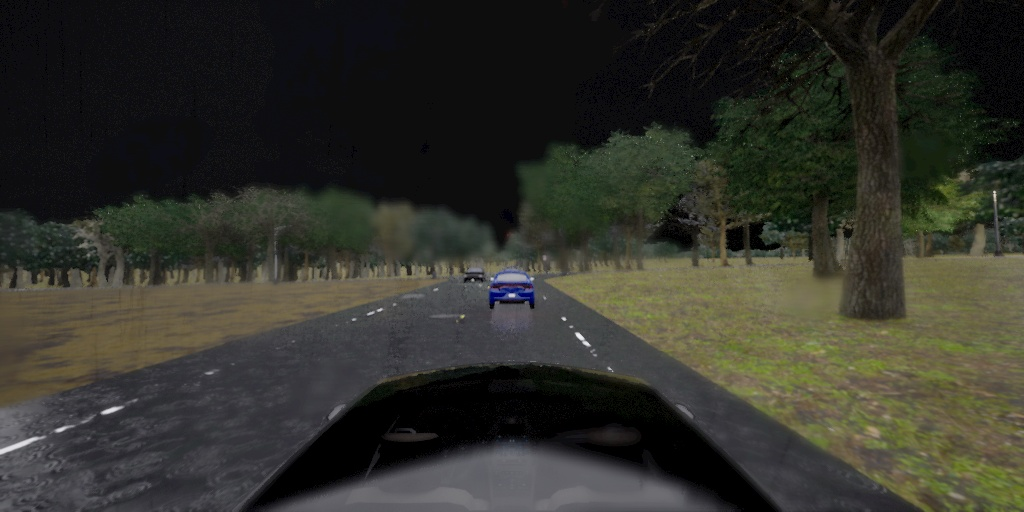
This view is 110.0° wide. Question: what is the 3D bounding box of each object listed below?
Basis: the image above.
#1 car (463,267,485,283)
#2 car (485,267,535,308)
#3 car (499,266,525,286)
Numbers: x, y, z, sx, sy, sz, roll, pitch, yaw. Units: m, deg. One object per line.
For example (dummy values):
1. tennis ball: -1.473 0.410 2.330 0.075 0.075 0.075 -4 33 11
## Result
1. car: -3.504 1.807 34.652 2.033 1.411 5.357 0 -1 0
2. car: 0.007 1.411 16.376 1.882 1.535 5.008 0 -1 0
3. car: 0.004 1.689 31.199 2.128 1.511 4.902 0 -1 0
